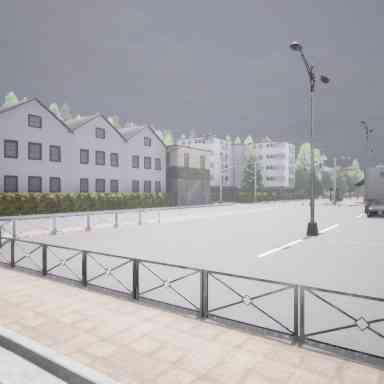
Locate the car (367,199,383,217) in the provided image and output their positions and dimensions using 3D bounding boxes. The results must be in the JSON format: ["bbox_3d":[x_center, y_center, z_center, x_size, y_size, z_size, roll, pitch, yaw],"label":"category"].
[{"bbox_3d":[15.406,1.298,26.817,2.007,1.523,4.514,0,0,35],"label":"car"}]
